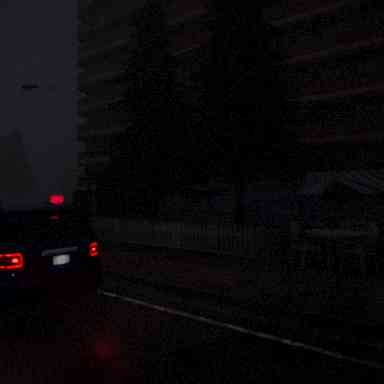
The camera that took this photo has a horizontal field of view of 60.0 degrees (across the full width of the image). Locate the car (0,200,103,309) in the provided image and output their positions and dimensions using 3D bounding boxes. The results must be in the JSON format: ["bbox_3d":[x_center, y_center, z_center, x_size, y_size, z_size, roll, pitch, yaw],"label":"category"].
[{"bbox_3d":[-4.275,1.237,7.460,5.566,2.045,2.150,0,0,41],"label":"car"}]

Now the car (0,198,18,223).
[{"bbox_3d":[-15.479,1.397,26.289,2.097,1.767,4.553,0,0,-14],"label":"car"}]
